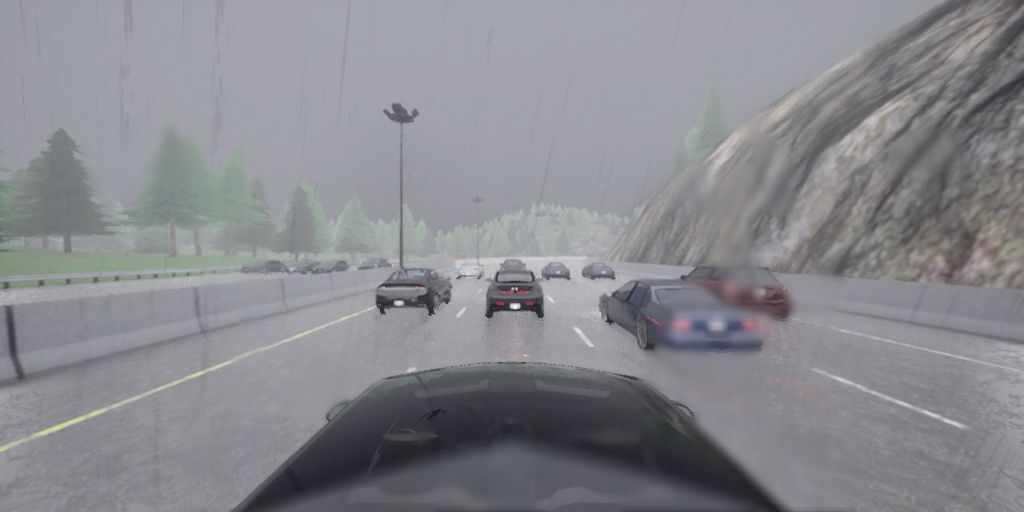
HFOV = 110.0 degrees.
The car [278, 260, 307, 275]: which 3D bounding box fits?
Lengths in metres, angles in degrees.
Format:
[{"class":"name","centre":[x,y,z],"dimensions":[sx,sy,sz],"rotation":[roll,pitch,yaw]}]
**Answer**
[{"class":"car","centre":[-21.094,1.114,36.815],"dimensions":[2.128,1.511,4.902],"rotation":[0,0,0]}]

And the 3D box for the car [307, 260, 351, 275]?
[{"class":"car","centre":[-17.604,1.135,35.268],"dimensions":[1.837,1.490,4.892],"rotation":[0,0,0]}]

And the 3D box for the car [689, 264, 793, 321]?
[{"class":"car","centre":[7.092,1.065,12.337],"dimensions":[2.097,1.767,4.553],"rotation":[0,0,0]}]

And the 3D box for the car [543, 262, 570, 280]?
[{"class":"car","centre":[3.578,1.215,29.787],"dimensions":[1.994,1.385,4.181],"rotation":[0,0,0]}]

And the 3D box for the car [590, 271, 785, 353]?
[{"class":"car","centre":[3.594,1.273,8.794],"dimensions":[2.033,1.411,5.357],"rotation":[0,0,0]}]

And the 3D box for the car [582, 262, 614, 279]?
[{"class":"car","centre":[7.077,1.216,29.706],"dimensions":[1.994,1.385,4.181],"rotation":[0,0,0]}]

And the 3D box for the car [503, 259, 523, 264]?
[{"class":"car","centre":[0.078,1.005,28.942],"dimensions":[2.097,1.767,4.553],"rotation":[0,0,0]}]

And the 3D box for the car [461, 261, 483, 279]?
[{"class":"car","centre":[-3.437,1.174,30.299],"dimensions":[1.812,1.442,4.674],"rotation":[0,0,0]}]

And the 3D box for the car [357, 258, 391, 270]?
[{"class":"car","centre":[-14.095,0.976,36.833],"dimensions":[2.097,1.767,4.553],"rotation":[0,0,0]}]

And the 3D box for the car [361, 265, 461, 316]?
[{"class":"car","centre":[-3.409,1.200,13.235],"dimensions":[2.128,1.511,4.902],"rotation":[0,0,0]}]

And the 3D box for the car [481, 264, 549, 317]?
[{"class":"car","centre":[0.091,1.215,12.935],"dimensions":[1.837,1.490,4.892],"rotation":[0,0,0]}]

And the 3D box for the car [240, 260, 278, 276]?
[{"class":"car","centre":[-24.600,1.133,35.744],"dimensions":[1.837,1.490,4.892],"rotation":[0,0,0]}]
